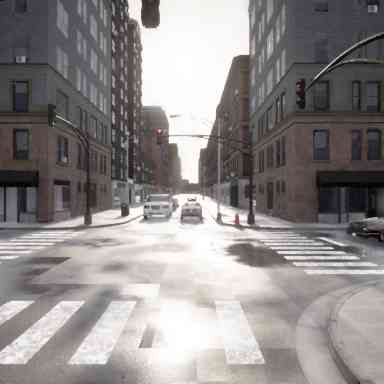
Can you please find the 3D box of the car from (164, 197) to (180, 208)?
[{"bbox_3d":[-2.932,1.530,49.761,2.033,1.411,5.357,0,0,0],"label":"car"}]

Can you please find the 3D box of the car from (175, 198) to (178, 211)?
[{"bbox_3d":[-2.914,1.342,39.479,2.097,1.767,4.553,0,0,0],"label":"car"}]

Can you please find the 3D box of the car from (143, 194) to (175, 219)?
[{"bbox_3d":[-2.901,1.216,29.215,2.150,2.045,5.566,0,0,0],"label":"car"}]

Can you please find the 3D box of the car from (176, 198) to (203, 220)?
[{"bbox_3d":[0.001,1.542,28.493,2.033,1.411,5.357,0,0,1],"label":"car"}]

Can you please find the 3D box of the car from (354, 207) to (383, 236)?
[{"bbox_3d":[11.601,1.554,17.923,4.829,1.417,1.752,0,0,0],"label":"car"}]

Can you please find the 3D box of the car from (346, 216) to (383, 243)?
[{"bbox_3d":[10.133,1.564,15.358,5.357,1.411,2.033,0,0,-1],"label":"car"}]
